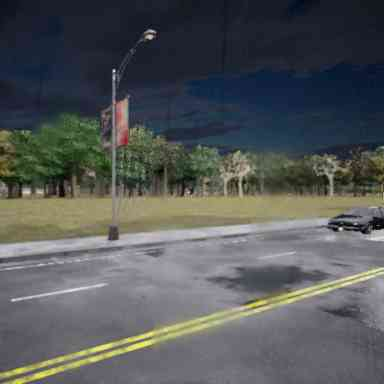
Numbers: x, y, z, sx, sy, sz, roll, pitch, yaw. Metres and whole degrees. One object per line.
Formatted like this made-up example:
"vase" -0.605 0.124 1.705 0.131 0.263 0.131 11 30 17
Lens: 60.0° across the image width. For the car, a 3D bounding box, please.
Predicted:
"car" 9.828 1.513 18.682 5.357 1.411 2.033 0 0 -36
